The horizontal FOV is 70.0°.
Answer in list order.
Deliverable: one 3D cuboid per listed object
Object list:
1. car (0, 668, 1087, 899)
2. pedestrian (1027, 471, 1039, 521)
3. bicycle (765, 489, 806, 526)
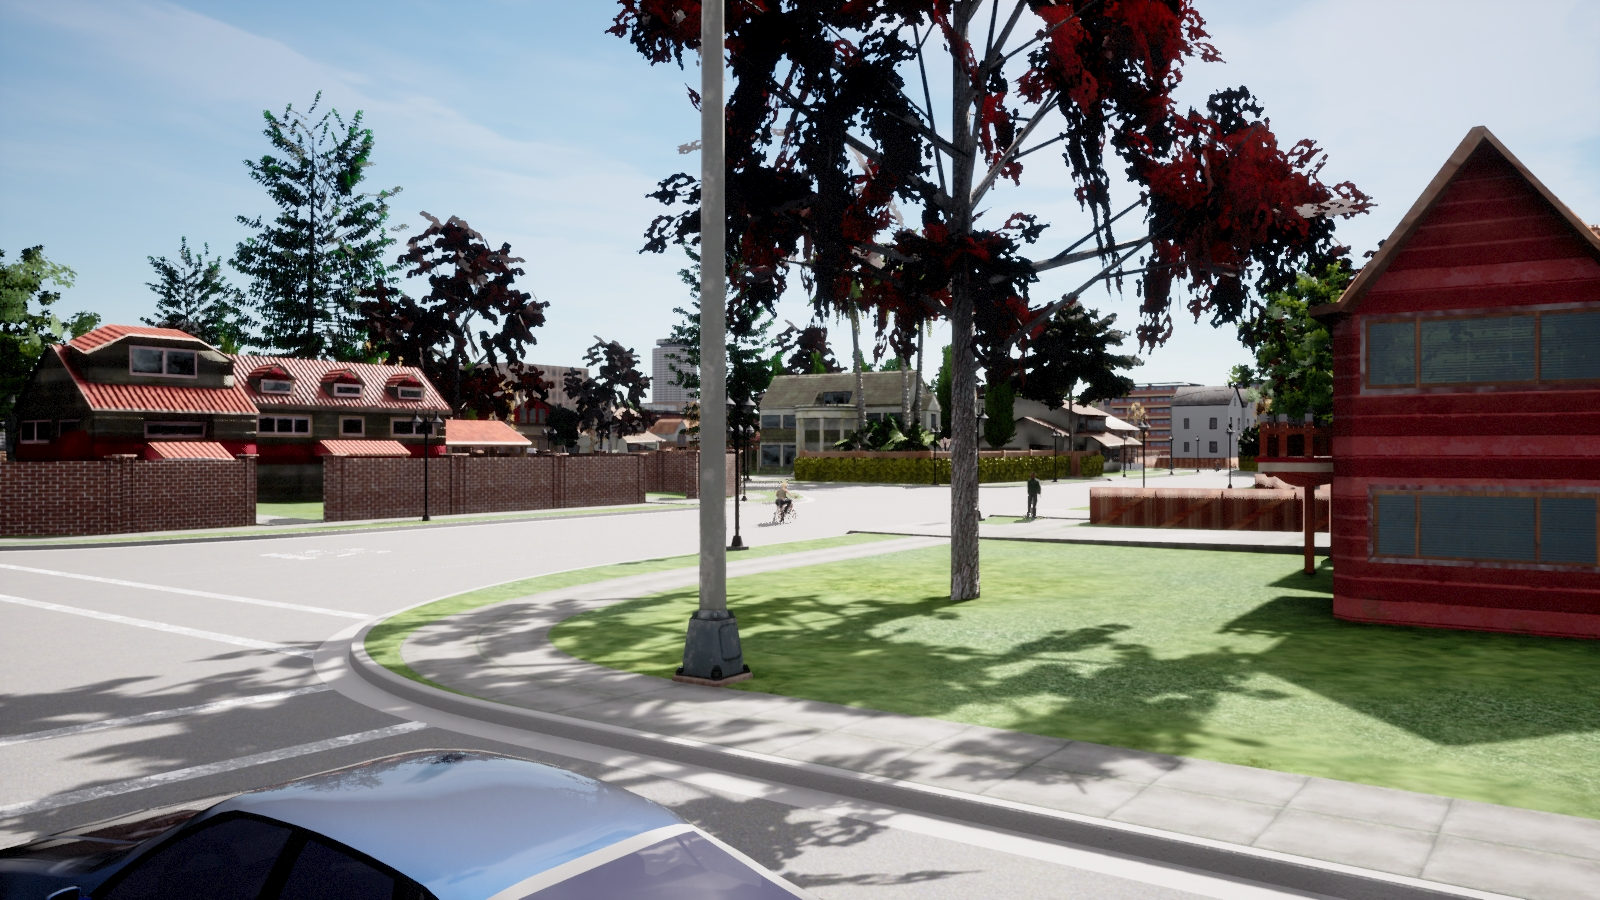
[{"bbox_3d":[-1.713,2.106,4.943,5.357,1.411,2.033,0,0,36],"label":"car"},{"bbox_3d":[8.668,1.704,42.537,0.375,1.860,0.375,0,0,26],"label":"pedestrian"},{"bbox_3d":[-0.552,2.145,43.148,0.859,1.301,1.487,0,0,33],"label":"bicycle"}]
